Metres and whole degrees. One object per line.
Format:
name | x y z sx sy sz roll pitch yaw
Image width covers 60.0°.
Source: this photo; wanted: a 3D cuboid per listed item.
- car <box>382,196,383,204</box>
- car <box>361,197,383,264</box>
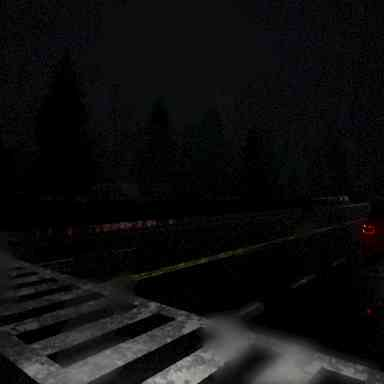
car | 38.903 1.471 65.455 1.882 1.535 5.008 0 0 40
car | 7.303 1.257 11.037 2.150 2.045 5.566 0 0 40
